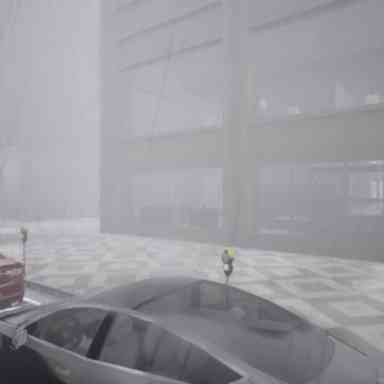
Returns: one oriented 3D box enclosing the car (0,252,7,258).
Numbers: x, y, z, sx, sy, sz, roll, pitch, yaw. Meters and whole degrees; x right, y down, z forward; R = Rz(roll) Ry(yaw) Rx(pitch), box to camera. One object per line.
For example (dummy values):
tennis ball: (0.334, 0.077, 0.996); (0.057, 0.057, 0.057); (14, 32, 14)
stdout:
car: (-5.110, 1.547, 6.608); (4.507, 1.381, 1.887); (0, 0, 36)

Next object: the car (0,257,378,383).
car: (-0.536, 1.567, 3.345); (4.313, 1.339, 1.947); (0, 0, 36)
